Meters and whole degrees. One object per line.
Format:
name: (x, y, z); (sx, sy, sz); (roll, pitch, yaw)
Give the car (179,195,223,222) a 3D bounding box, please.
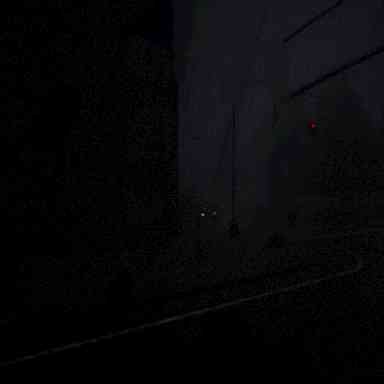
car: (0.118, 1.232, 26.990); (2.150, 2.045, 5.566); (0, 0, -35)
